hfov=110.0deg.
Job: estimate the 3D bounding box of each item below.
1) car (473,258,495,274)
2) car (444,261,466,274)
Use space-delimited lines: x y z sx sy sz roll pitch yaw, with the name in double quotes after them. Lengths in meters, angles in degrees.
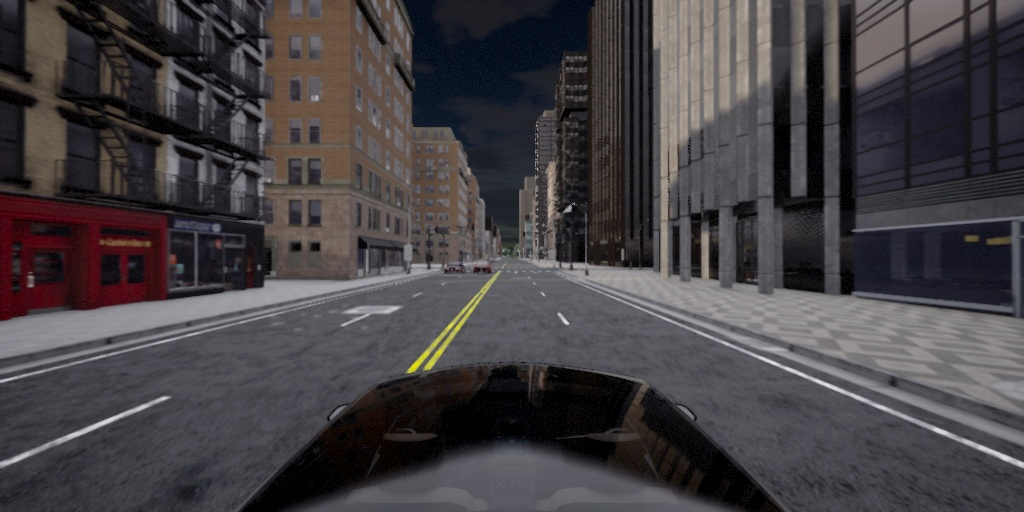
-3.285 1.223 41.025 1.882 1.535 5.008 0 0 1 "car"
-6.532 1.310 41.355 1.994 1.385 4.181 0 0 1 "car"
